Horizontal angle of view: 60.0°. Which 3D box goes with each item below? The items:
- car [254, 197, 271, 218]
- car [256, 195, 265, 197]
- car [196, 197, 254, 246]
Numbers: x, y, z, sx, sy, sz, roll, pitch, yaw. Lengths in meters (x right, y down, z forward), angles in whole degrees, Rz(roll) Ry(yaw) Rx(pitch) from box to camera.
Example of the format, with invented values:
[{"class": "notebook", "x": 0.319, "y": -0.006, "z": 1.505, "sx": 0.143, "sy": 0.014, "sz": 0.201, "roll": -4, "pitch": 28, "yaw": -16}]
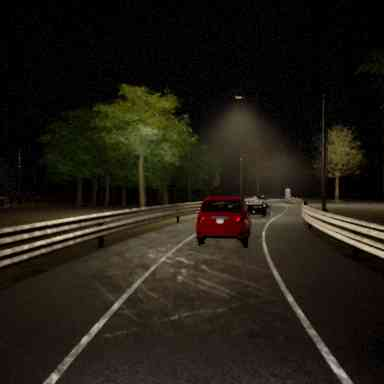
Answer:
[{"class": "car", "x": 6.165, "y": 1.508, "z": 30.963, "sx": 2.128, "sy": 1.511, "sz": 4.902, "roll": 0, "pitch": 0, "yaw": 20}, {"class": "car", "x": 17.802, "y": 1.484, "z": 86.197, "sx": 2.128, "sy": 1.511, "sz": 4.902, "roll": 0, "pitch": 0, "yaw": 1}, {"class": "car", "x": 1.611, "y": 1.227, "z": 15.504, "sx": 2.150, "sy": 2.045, "sz": 5.566, "roll": 0, "pitch": 0, "yaw": 11}]
